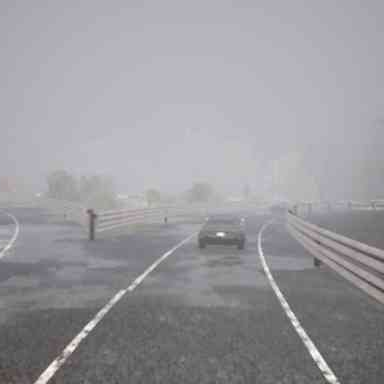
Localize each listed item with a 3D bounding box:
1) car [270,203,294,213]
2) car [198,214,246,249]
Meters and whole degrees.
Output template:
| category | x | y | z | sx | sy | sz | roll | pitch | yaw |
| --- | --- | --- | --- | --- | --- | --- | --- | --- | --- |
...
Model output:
| category | x | y | z | sx | sy | sz | roll | pitch | yaw |
| --- | --- | --- | --- | --- | --- | --- | --- | --- | --- |
| car | 12.151 | 2.074 | 44.441 | 1.895 | 1.301 | 4.718 | 1 | -1 | 34 |
| car | 1.498 | 1.700 | 15.485 | 1.994 | 1.385 | 4.181 | 1 | 0 | 9 |
